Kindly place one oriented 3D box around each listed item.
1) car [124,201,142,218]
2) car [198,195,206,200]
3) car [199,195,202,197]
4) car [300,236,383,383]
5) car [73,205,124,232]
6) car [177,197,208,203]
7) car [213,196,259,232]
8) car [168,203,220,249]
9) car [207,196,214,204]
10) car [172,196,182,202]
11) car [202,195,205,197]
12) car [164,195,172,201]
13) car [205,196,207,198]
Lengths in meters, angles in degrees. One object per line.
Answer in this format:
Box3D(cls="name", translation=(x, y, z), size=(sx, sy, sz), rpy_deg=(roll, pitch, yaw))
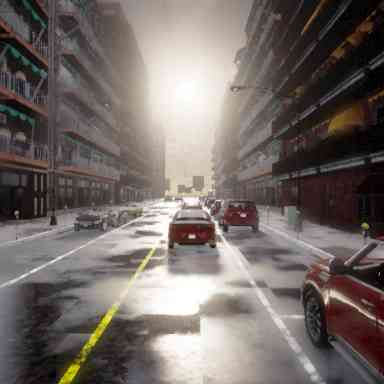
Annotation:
Box3D(cls="car", translation=(-5.680, 1.534, 30.903), size=(1.752, 1.417, 4.829), rpy_deg=(1, 0, 0))
Box3D(cls="car", translation=(2.771, 1.611, 92.929), size=(1.947, 1.339, 4.313), rpy_deg=(1, 0, 0))
Box3D(cls="car", translation=(2.709, 1.559, 75.753), size=(1.752, 1.417, 4.829), rpy_deg=(1, 0, 0))
Box3D(cls="car", translation=(2.703, 1.314, 3.200), size=(2.192, 1.841, 5.009), rpy_deg=(1, 0, 0))
Box3D(cls="car", translation=(-5.680, 1.555, 19.937), size=(2.008, 1.369, 4.403), rpy_deg=(1, 0, 0))
Box3D(cls="car", translation=(0.000, 1.505, 29.653), size=(2.128, 1.511, 4.902), rpy_deg=(0, 0, 0))
Box3D(cls="car", translation=(2.703, 1.320, 19.903), size=(2.192, 1.841, 5.009), rpy_deg=(1, 0, 0))
Box3D(cls="car", translation=(-0.001, 1.488, 14.651), size=(1.882, 1.535, 5.008), rpy_deg=(0, 0, 0))
Box3D(cls="car", translation=(2.701, 1.449, 31.040), size=(1.967, 1.590, 4.097), rpy_deg=(1, 0, 0))
Box3D(cls="car", translation=(-3.001, 1.545, 75.964), size=(1.994, 1.385, 4.181), rpy_deg=(0, 0, 0))
Box3D(cls="car", translation=(3.113, 1.374, 54.705), size=(2.097, 1.767, 4.553), rpy_deg=(0, 0, 0))
Box3D(cls="car", translation=(-5.698, 1.478, 81.184), size=(1.967, 1.590, 4.097), rpy_deg=(1, 0, 0))
Box3D(cls="car", translation=(3.146, 1.522, 47.734), size=(1.837, 1.490, 4.892), rpy_deg=(0, 0, 0))
